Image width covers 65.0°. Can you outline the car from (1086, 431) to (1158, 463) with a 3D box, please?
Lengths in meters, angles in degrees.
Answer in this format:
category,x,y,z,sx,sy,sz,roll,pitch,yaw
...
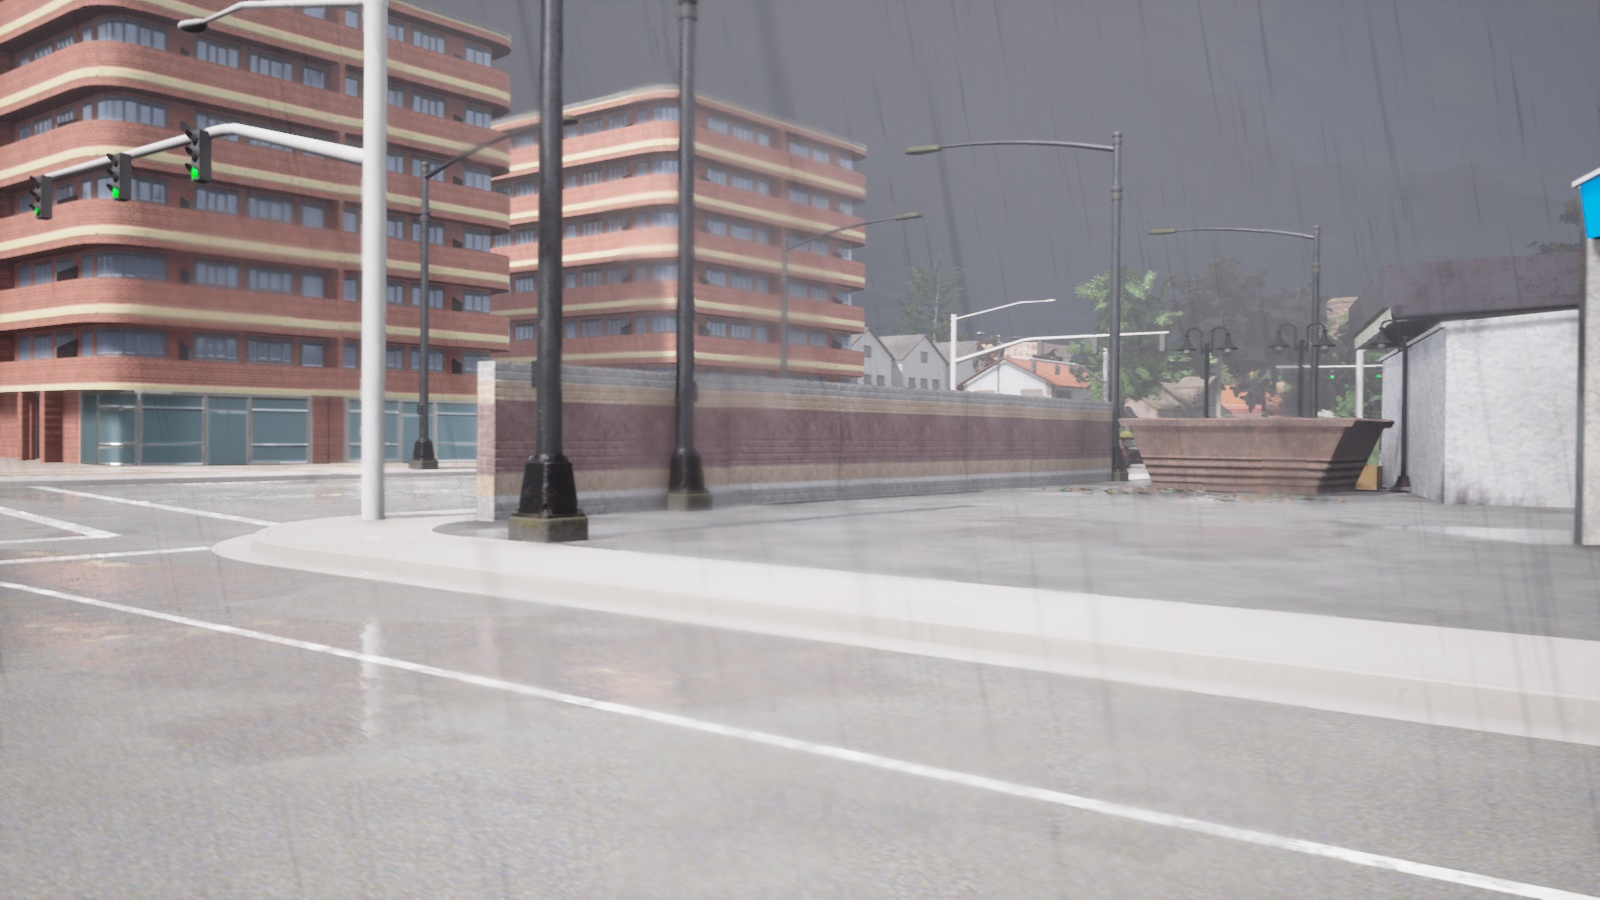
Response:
category,x,y,z,sx,sy,sz,roll,pitch,yaw
car,15.300,-0.159,59.542,1.816,1.474,4.193,0,1,37
